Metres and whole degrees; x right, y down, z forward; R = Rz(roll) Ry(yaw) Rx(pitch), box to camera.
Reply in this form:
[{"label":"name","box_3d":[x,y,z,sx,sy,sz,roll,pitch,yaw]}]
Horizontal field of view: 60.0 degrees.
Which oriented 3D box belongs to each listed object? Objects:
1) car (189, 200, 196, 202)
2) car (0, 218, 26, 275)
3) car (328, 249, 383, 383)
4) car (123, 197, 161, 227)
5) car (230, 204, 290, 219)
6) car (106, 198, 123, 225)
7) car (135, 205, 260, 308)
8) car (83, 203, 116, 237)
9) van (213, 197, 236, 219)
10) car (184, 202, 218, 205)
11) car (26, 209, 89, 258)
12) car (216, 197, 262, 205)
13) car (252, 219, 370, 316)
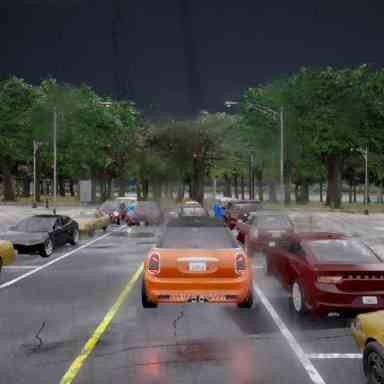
[{"label":"car","box_3d":[0.022,1.461,27.230,1.801,1.575,5.366,0,0,1]},{"label":"car","box_3d":[-5.758,1.526,7.237,1.752,1.417,4.829,0,0,0]},{"label":"car","box_3d":[2.762,1.525,2.131,1.752,1.417,4.829,0,0,0]},{"label":"car","box_3d":[-3.023,1.354,22.595,2.097,1.767,4.553,0,0,1]},{"label":"car","box_3d":[2.772,1.441,12.836,1.967,1.590,4.097,0,0,0]},{"label":"car","box_3d":[-5.743,1.443,23.719,1.967,1.590,4.097,0,0,0]},{"label":"car","box_3d":[0.106,1.352,8.071,2.097,1.767,4.553,0,0,0]},{"label":"car","box_3d":[-5.748,1.527,18.112,1.752,1.417,4.829,0,0,0]},{"label":"van","box_3d":[2.787,1.346,29.149,1.690,1.788,3.998,0,0,0]},{"label":"car","box_3d":[0.113,1.493,17.285,2.128,1.511,4.902,0,0,0]},{"label":"car","box_3d":[-5.753,1.567,12.844,1.947,1.339,4.313,0,0,0]},{"label":"car","box_3d":[2.777,1.317,18.274,2.192,1.841,5.009,0,0,0]},{"label":"car","box_3d":[2.767,1.545,7.399,1.887,1.381,4.507,0,0,0]}]
